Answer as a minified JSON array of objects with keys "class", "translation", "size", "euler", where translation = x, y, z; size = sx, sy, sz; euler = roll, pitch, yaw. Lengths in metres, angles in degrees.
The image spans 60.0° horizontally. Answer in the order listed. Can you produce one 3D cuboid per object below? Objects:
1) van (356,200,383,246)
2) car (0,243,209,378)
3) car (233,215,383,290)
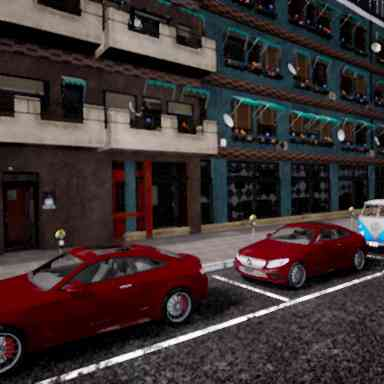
[{"class":"van","translation":[7.579,1.131,11.989],"size":[3.998,1.788,1.690],"euler":[-1,0,-36]},{"class":"car","translation":[-1.628,1.553,5.405],"size":[4.206,1.307,1.802],"euler":[-1,0,-36]},{"class":"car","translation":[2.977,1.462,8.697],"size":[4.206,1.307,1.802],"euler":[-1,0,-36]}]
